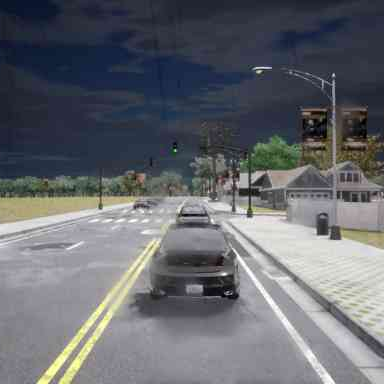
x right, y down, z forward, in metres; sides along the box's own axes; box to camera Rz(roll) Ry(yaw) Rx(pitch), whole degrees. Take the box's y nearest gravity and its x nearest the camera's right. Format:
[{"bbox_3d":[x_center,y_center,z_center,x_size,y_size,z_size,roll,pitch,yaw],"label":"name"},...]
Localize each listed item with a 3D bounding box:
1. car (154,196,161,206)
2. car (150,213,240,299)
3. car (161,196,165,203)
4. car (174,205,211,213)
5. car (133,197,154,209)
[{"bbox_3d":[-6.670,1.569,54.804,1.994,1.385,4.181,0,0,0],"label":"car"},{"bbox_3d":[0.071,1.510,8.451,1.837,1.490,4.892,0,0,1],"label":"car"},{"bbox_3d":[-6.616,1.483,66.919,1.882,1.535,5.008,0,0,0],"label":"car"},{"bbox_3d":[0.046,1.501,18.987,2.128,1.511,4.902,0,0,-1],"label":"car"},{"bbox_3d":[-6.663,1.573,45.001,1.994,1.385,4.181,0,0,0],"label":"car"}]
